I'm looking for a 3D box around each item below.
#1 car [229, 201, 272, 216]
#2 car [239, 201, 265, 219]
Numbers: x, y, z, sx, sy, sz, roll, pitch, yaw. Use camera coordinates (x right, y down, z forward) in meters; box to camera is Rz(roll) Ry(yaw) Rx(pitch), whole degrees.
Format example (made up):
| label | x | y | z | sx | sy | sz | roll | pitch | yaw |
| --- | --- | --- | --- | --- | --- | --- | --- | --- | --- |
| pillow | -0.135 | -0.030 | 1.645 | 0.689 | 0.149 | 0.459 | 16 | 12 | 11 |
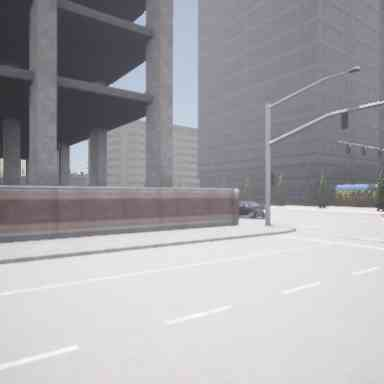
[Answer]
| label | x | y | z | sx | sy | sz | roll | pitch | yaw |
| --- | --- | --- | --- | --- | --- | --- | --- | --- | --- |
| car | 5.981 | 1.648 | 34.578 | 1.994 | 1.385 | 4.181 | 0 | 0 | -36 |
| car | 4.906 | 1.563 | 30.107 | 2.128 | 1.511 | 4.902 | 0 | 0 | -36 |
